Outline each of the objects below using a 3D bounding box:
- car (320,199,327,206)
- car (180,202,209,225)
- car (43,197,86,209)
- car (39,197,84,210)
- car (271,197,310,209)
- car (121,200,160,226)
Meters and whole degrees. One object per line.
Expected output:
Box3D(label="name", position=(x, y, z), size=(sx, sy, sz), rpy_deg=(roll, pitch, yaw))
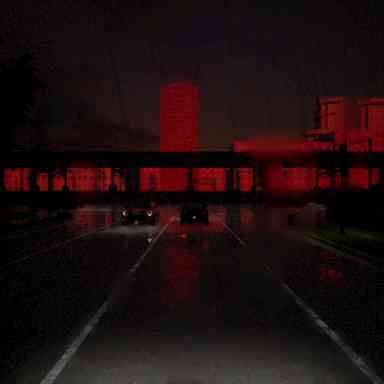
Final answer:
Box3D(label="car", position=(22.094, 1.387, 50.527), size=(4.892, 1.490, 1.837), rpy_deg=(-1, 0, 2))
Box3D(label="car", position=(0.169, 1.478, 23.803), size=(1.882, 1.535, 5.008), rpy_deg=(0, 0, 0))
Box3D(label="car", position=(-17.048, 1.477, 44.501), size=(5.008, 1.535, 1.882), rpy_deg=(0, 0, 2))
Box3D(label="car", position=(-16.131, 1.601, 40.971), size=(4.718, 1.301, 1.895), rpy_deg=(0, 0, 2))
Box3D(label="car", position=(12.894, 1.458, 43.602), size=(4.892, 1.490, 1.837), rpy_deg=(0, 0, 2))
Box3D(label="car", position=(-3.488, 1.351, 23.239), size=(2.097, 1.767, 4.553), rpy_deg=(0, 0, 1))
